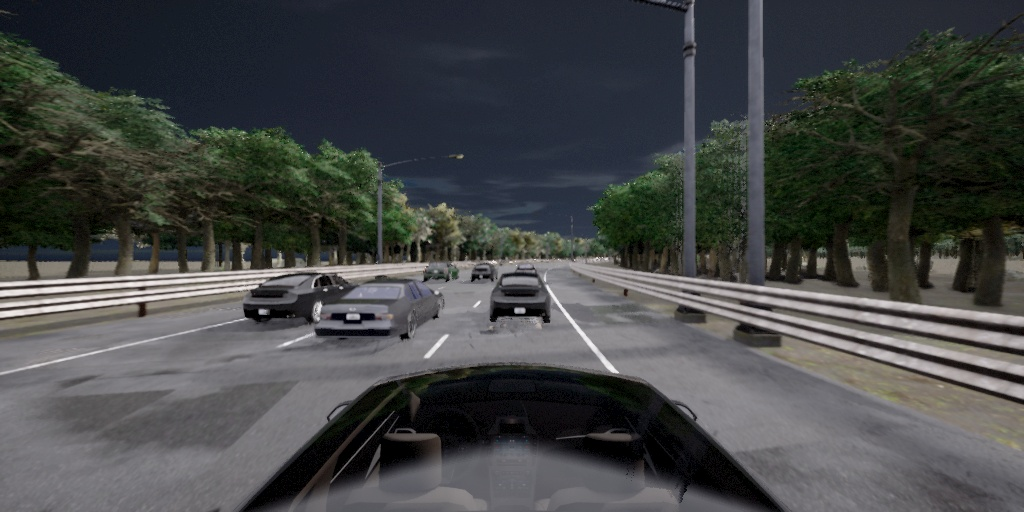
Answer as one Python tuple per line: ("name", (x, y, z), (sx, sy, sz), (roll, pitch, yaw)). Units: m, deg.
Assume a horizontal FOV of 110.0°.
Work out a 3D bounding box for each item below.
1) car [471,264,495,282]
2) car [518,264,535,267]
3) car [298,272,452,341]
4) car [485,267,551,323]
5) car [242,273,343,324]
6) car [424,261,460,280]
("car", (-2.268, 1.400, 30.662), (1.837, 1.490, 4.892), (0, 0, 4))
("car", (1.242, 1.390, 30.694), (2.128, 1.511, 4.902), (0, 0, 4))
("car", (-3.278, 1.337, 10.044), (2.033, 1.411, 5.357), (0, 0, 1))
("car", (0.299, 1.308, 12.493), (1.837, 1.490, 4.892), (0, 0, 2))
("car", (-6.709, 1.301, 12.223), (1.837, 1.490, 4.892), (0, 0, 1))
("car", (-5.812, 1.240, 30.119), (2.097, 1.767, 4.553), (0, 0, 4))
